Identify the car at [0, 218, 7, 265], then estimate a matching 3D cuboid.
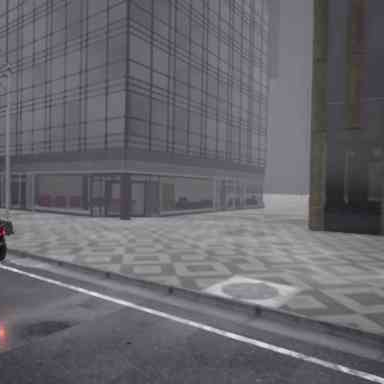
[{"bbox_3d":[-7.039,1.047,8.692,5.566,2.045,2.150,0,0,35],"label":"car"}]
